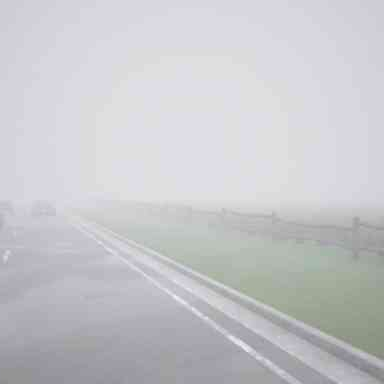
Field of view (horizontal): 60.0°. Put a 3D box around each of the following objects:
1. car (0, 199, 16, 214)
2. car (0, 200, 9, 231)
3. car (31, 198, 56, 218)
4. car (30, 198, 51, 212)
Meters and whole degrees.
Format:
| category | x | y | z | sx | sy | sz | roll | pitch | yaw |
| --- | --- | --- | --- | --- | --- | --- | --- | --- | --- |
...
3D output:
| category | x | y | z | sx | sy | sz | roll | pitch | yaw |
| --- | --- | --- | --- | --- | --- | --- | --- | --- | --- |
| car | -19.381 | 1.508 | 34.278 | 1.837 | 1.490 | 4.892 | 0 | 0 | -26 |
| car | -12.359 | 1.480 | 19.929 | 1.882 | 1.535 | 5.008 | 0 | 0 | -26 |
| car | -13.657 | 1.567 | 30.545 | 1.994 | 1.385 | 4.181 | 0 | 0 | -26 |
| car | -18.083 | 1.495 | 39.591 | 2.128 | 1.511 | 4.902 | 0 | 0 | -26 |
